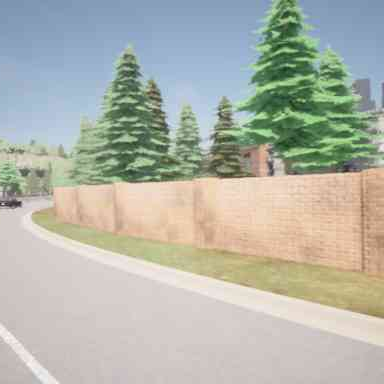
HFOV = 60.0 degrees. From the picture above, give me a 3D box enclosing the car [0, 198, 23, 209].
[{"bbox_3d":[-26.803,1.606,49.315,1.882,1.535,5.008,-1,1,-7],"label":"car"}]
